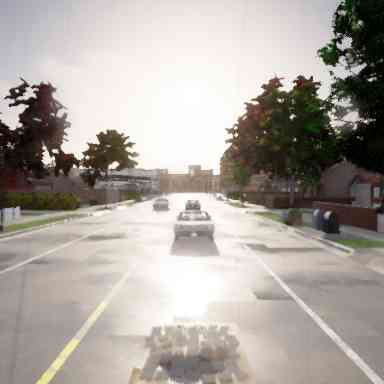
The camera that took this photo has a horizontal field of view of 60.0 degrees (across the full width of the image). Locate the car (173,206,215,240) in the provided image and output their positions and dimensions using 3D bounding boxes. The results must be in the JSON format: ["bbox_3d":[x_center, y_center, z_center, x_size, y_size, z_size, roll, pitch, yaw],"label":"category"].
[{"bbox_3d":[0.091,1.598,17.036,1.895,1.301,4.718,0,0,0],"label":"car"}]

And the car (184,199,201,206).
[{"bbox_3d":[0.092,1.497,37.763,2.033,1.411,5.357,0,0,0],"label":"car"}]

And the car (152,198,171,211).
[{"bbox_3d":[-3.592,1.450,39.707,1.837,1.490,4.892,0,0,0],"label":"car"}]
